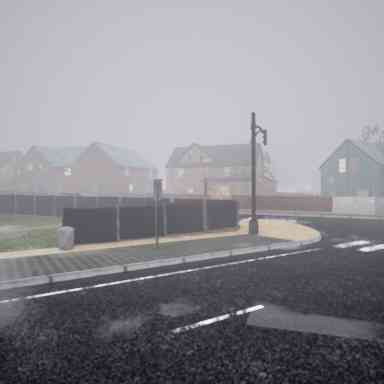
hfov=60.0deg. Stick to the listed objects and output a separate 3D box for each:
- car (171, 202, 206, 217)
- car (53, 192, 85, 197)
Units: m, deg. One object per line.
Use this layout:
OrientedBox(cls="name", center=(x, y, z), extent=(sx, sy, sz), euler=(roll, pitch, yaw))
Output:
OrientedBox(cls="car", center=(-0.151, 1.202, 25.092), extent=(4.718, 1.301, 1.895), euler=(1, 1, 19))
OrientedBox(cls="car", center=(-10.177, 0.793, 28.593), extent=(4.553, 1.767, 2.097), euler=(1, 0, 19))
